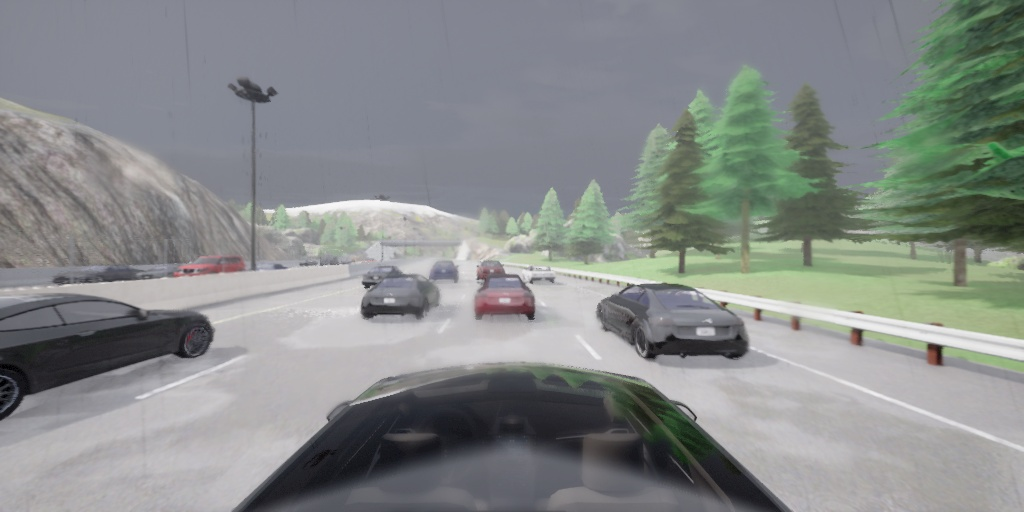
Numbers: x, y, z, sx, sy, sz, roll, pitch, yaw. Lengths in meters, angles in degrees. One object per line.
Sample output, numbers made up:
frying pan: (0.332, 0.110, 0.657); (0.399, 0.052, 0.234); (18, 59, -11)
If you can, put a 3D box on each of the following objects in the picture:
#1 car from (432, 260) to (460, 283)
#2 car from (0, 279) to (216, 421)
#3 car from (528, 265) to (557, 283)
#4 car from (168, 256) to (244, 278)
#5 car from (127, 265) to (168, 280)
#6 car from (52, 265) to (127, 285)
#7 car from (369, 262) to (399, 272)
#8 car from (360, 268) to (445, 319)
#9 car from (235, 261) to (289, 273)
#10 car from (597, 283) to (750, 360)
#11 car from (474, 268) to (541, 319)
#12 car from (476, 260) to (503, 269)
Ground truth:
car: (-5.239, 1.111, 28.250); (2.097, 1.767, 4.553); (0, 0, -7)
car: (-7.043, 1.287, 5.463); (1.812, 1.442, 4.674); (0, 0, -1)
car: (1.954, 1.348, 27.292); (1.895, 1.301, 4.718); (0, 0, -7)
car: (-22.985, 1.006, 27.730); (2.150, 2.045, 5.566); (0, 0, -8)
car: (-26.543, 1.357, 27.770); (1.994, 1.385, 4.181); (0, 0, -8)
car: (-29.845, 1.346, 26.328); (2.033, 1.411, 5.357); (0, 0, -8)
car: (-8.149, 1.311, 23.290); (2.033, 1.411, 5.357); (0, 0, -6)
car: (-3.802, 1.320, 12.858); (1.994, 1.385, 4.181); (0, 0, -3)
car: (-19.619, 1.308, 28.812); (1.812, 1.442, 4.674); (0, 0, -8)
car: (3.388, 1.309, 8.380); (1.994, 1.385, 4.181); (0, 0, -2)
car: (-0.297, 1.315, 12.833); (1.994, 1.385, 4.181); (0, 0, -3)
car: (-1.732, 1.105, 28.433); (2.097, 1.767, 4.553); (0, 0, -7)
